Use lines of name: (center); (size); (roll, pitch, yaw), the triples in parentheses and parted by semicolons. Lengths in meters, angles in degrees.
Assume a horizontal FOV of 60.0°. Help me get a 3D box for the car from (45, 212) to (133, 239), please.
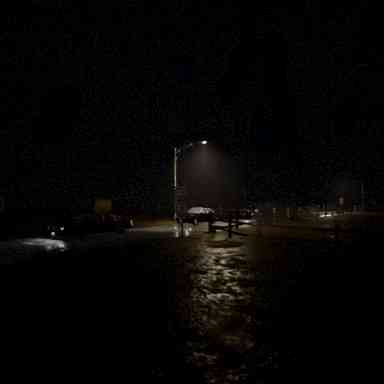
car: (-5.988, 1.928, 20.206); (2.033, 1.411, 5.357); (-1, -2, 36)

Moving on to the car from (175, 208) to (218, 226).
car: (0.511, 2.135, 29.322); (2.128, 1.511, 4.902); (-1, -2, 35)

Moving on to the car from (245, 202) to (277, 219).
car: (8.442, 2.200, 40.427); (2.150, 2.045, 5.566); (-1, -2, 35)
